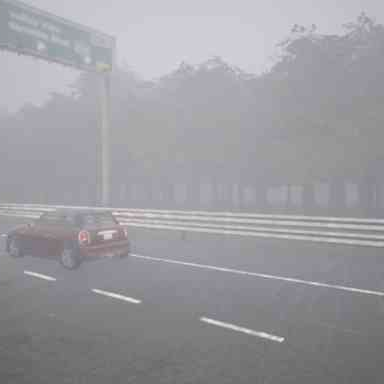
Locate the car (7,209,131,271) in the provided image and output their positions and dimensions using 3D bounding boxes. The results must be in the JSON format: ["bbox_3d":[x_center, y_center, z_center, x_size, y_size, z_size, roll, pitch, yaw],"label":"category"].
[{"bbox_3d":[-4.239,1.353,11.191,4.553,1.767,2.097,0,0,36],"label":"car"}]
